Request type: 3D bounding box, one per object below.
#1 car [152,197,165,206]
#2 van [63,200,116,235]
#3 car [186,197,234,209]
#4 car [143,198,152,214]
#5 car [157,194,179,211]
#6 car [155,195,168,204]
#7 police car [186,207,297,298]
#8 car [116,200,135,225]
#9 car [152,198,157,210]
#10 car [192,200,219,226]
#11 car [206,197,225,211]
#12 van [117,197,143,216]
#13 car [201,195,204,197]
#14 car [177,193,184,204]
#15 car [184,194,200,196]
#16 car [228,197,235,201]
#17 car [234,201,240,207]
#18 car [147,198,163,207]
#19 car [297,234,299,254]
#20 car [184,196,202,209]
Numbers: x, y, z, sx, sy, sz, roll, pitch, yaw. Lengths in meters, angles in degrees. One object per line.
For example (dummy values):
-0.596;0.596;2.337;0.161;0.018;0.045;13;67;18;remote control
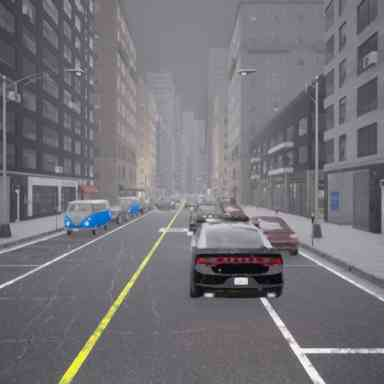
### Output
-5.699;1.585;56.877;1.802;1.307;4.206;0;0;0;car
-5.679;1.338;18.369;1.690;1.788;3.998;0;0;0;van
0.890;1.348;18.516;2.097;1.767;4.553;0;0;0;car
-5.687;1.564;34.872;1.947;1.339;4.313;0;0;0;car
-3.119;1.350;41.450;2.097;1.767;4.553;0;0;0;car
-5.702;1.445;62.379;1.967;1.590;4.097;0;0;0;car
0.895;1.424;8.655;1.930;1.638;5.238;0;0;0;police car
-5.682;1.548;23.869;2.008;1.369;4.403;0;0;0;car
-5.690;1.580;40.373;1.802;1.307;4.206;0;0;0;car
0.887;1.453;24.735;1.801;1.575;5.366;0;0;0;car
2.835;1.438;40.378;1.967;1.590;4.097;0;0;0;car
-5.685;1.338;29.370;1.690;1.788;3.998;0;0;0;van
2.829;1.552;51.380;2.008;1.369;4.403;0;0;0;car
-3.033;1.512;64.712;1.837;1.490;4.892;0;0;0;car
-0.030;1.508;58.888;1.837;1.490;4.892;0;0;0;car
2.840;1.312;29.375;2.192;1.841;5.009;0;0;0;car
2.844;1.579;23.873;1.802;1.307;4.206;0;0;0;car
-5.696;1.567;51.376;1.947;1.339;4.313;0;0;0;car
2.849;1.580;12.871;1.802;1.307;4.206;0;0;0;car
-0.008;1.563;45.453;1.994;1.385;4.181;0;0;0;car
